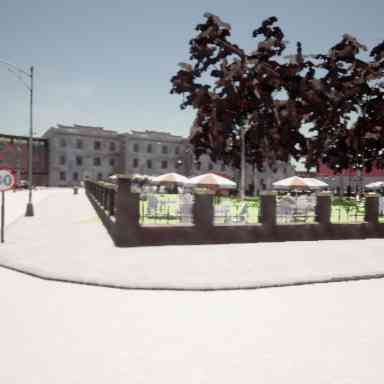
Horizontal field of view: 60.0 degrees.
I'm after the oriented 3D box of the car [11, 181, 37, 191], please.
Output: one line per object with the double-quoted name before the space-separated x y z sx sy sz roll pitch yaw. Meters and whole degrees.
"car" -22.289 -0.789 42.710 1.895 1.301 4.718 2 2 14
